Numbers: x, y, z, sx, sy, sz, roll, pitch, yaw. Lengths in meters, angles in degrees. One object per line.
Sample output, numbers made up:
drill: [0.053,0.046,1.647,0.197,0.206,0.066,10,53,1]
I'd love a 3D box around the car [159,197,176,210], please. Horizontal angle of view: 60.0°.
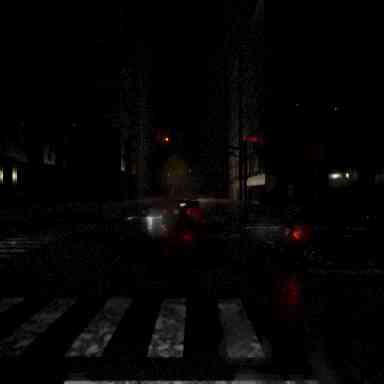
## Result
car: [-3.133,1.491,43.411,1.882,1.535,5.008,0,0,0]

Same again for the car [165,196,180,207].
car: [-3.099,1.508,53.573,2.128,1.511,4.902,0,0,0]

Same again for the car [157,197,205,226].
car: [-0.509,1.359,23.541,2.097,1.767,4.553,0,0,14]

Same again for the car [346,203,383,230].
car: [12.590,1.502,20.773,4.902,1.511,2.128,0,0,0]

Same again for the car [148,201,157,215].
car: [-3.114,1.557,33.607,2.033,1.411,5.357,0,0,4]

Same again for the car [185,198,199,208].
car: [0.016,1.615,48.795,1.895,1.301,4.718,0,0,0]

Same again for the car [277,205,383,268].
car: [5.205,1.367,10.843,4.553,1.767,2.097,0,0,0]
